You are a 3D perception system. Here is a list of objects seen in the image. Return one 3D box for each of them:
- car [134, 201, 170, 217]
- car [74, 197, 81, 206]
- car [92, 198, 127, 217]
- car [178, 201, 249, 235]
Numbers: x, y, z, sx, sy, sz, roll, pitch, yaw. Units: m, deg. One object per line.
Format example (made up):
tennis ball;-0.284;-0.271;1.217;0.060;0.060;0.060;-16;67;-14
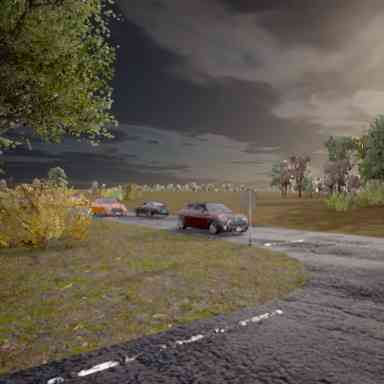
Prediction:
car;-3.828;1.560;31.379;1.812;1.442;4.674;0;0;-36
car;-19.009;1.536;52.605;1.882;1.535;5.008;0;0;-35
car;-7.934;1.366;31.622;2.097;1.767;4.553;0;0;-35
car;1.122;1.353;18.934;2.097;1.767;4.553;0;-1;-35
